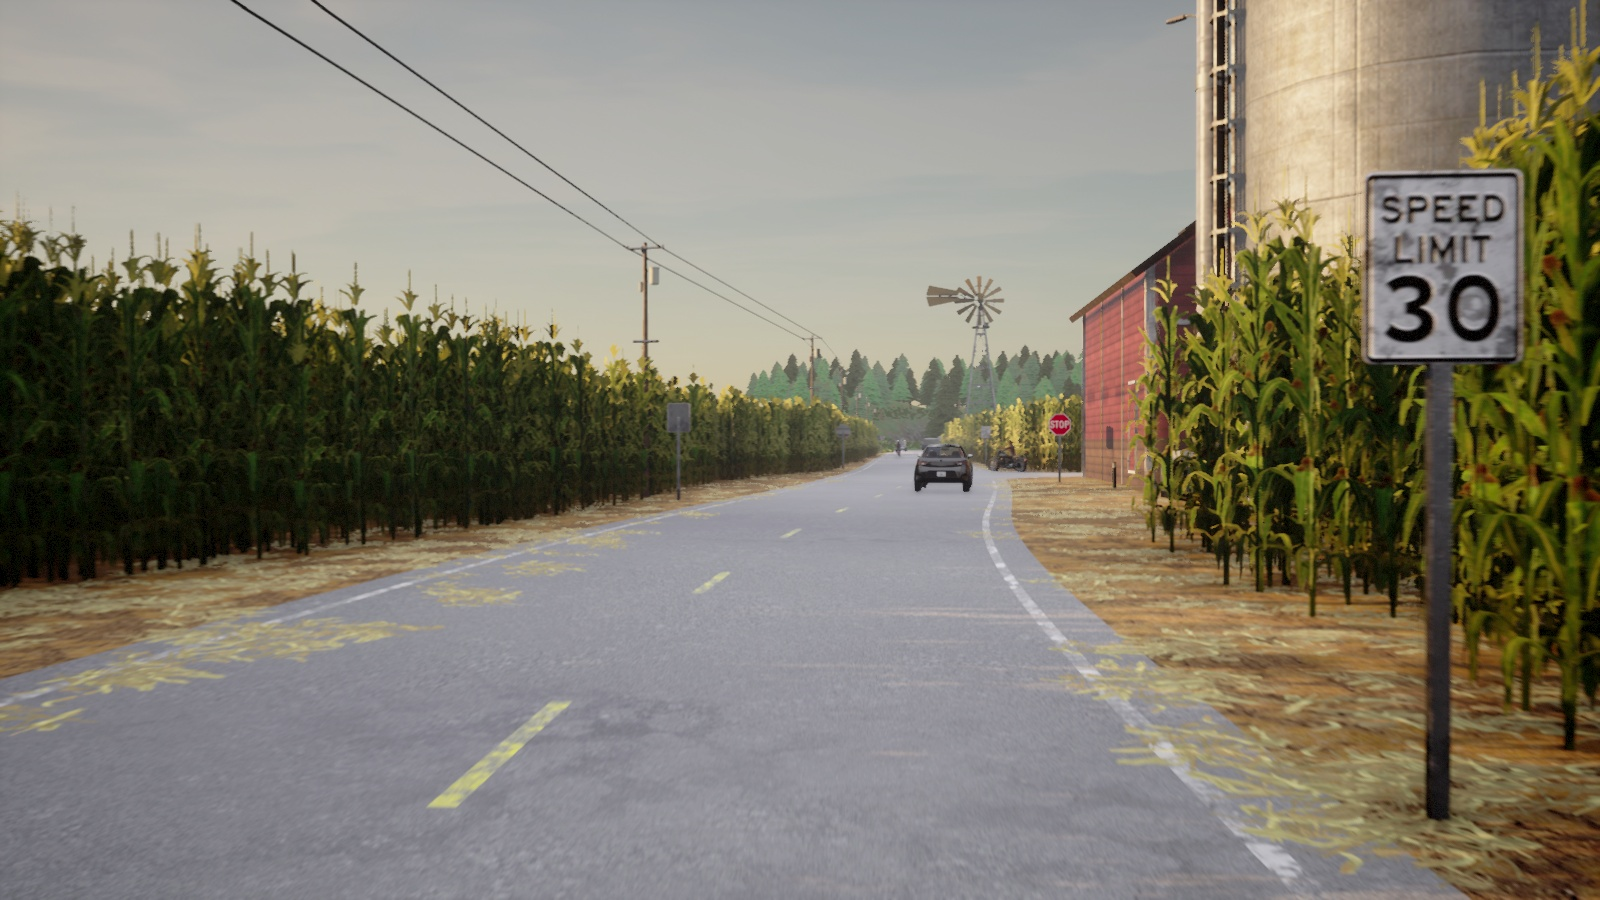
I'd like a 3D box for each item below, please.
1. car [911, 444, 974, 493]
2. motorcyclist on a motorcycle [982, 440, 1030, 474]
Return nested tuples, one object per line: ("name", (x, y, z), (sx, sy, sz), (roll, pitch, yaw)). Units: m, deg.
("car", (4.619, 0.539, 40.197), (1.816, 1.474, 4.193), (0, 0, 9))
("motorcyclist on a motorcycle", (10.358, 0.351, 63.337), (2.350, 1.649, 0.766), (0, -1, 44))
